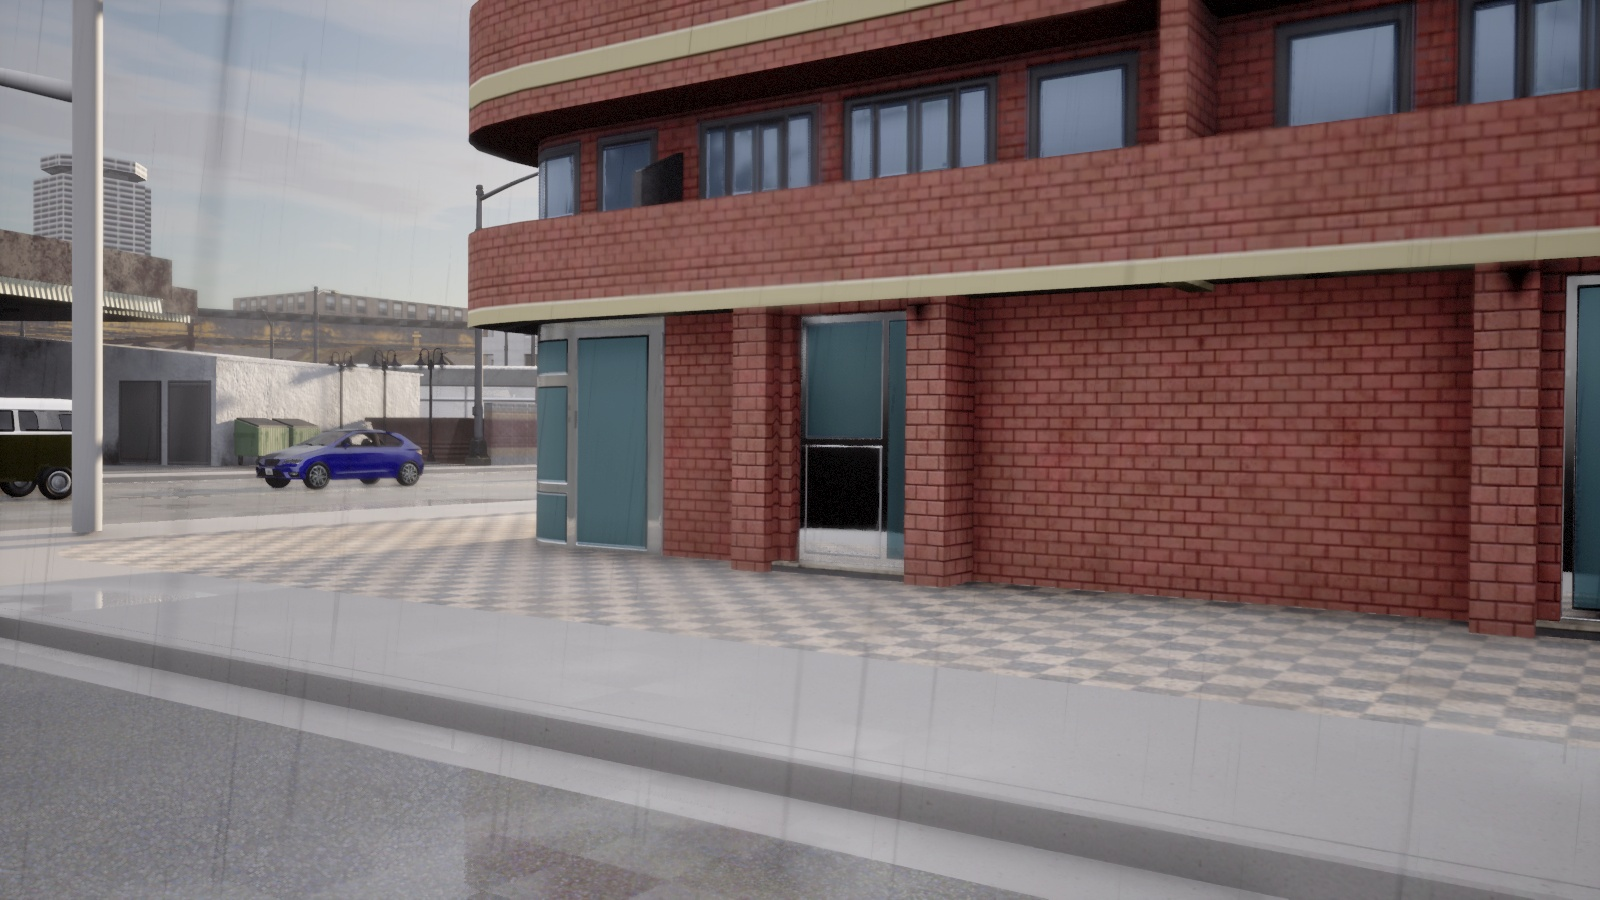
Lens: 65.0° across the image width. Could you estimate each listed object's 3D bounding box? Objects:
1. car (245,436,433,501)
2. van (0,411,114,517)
[{"bbox_3d":[-11.542,0.416,31.720,1.816,1.474,4.193,0,1,33],"label":"car"},{"bbox_3d":[-16.206,0.267,24.497,2.069,2.038,4.480,0,1,32],"label":"van"}]
